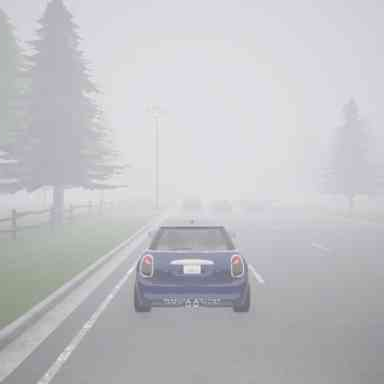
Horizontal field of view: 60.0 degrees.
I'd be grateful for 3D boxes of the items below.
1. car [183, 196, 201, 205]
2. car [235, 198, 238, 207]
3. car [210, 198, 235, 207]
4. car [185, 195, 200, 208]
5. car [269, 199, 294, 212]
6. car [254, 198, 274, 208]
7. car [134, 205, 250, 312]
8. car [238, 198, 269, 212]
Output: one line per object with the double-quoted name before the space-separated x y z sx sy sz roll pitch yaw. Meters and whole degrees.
"car" 0.011 1.352 38.879 2.097 1.767 4.553 0 0 0
"car" 7.014 1.563 48.911 1.994 1.385 4.181 0 0 0
"car" 3.511 1.563 38.908 1.994 1.385 4.181 0 0 0
"car" 0.014 1.351 48.883 2.097 1.767 4.553 0 0 0
"car" 10.511 1.525 38.906 1.812 1.442 4.674 0 0 0
"car" 10.514 1.563 48.910 1.994 1.385 4.181 0 0 0
"car" 0.002 1.352 7.842 2.097 1.767 4.553 0 0 0
"car" 7.011 1.547 38.491 2.033 1.411 5.357 0 0 0
